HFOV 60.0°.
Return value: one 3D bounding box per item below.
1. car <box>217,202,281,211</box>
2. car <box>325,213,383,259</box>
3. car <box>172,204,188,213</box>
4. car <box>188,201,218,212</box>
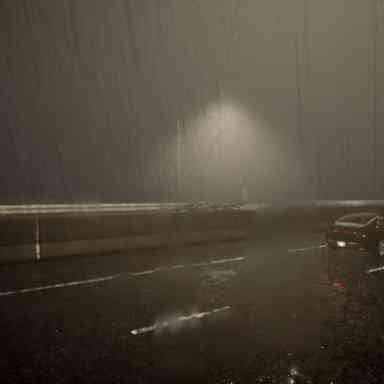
[{"bbox_3d":[4.591,1.601,24.321,4.902,1.511,2.128,1,0,-35],"label":"car"},{"bbox_3d":[7.262,1.586,13.138,4.892,1.490,1.837,0,0,-35],"label":"car"},{"bbox_3d":[0.480,1.615,29.987,4.892,1.490,1.837,1,-1,-35],"label":"car"},{"bbox_3d":[2.435,1.614,27.083,4.892,1.490,1.837,1,-1,-35],"label":"car"}]
